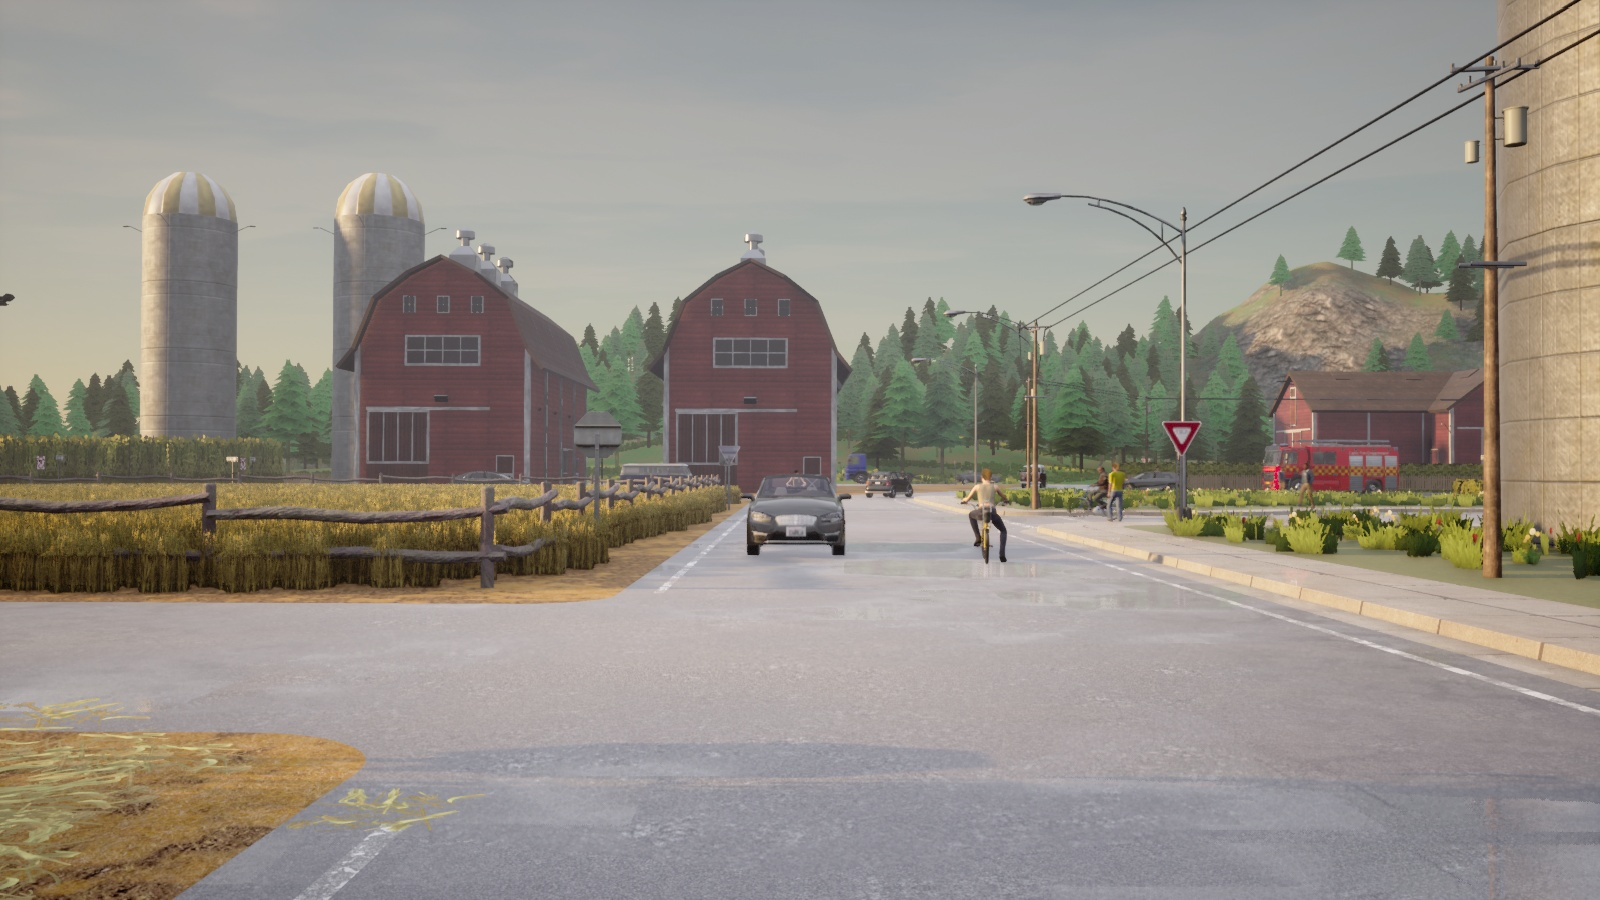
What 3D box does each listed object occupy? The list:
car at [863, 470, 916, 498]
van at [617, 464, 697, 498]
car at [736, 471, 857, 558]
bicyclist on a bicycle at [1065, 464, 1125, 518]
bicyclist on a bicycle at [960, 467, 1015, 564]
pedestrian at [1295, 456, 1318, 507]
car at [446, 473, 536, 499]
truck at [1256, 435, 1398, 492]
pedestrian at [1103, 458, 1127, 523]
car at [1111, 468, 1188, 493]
[{"bbox_3d":[5.254,1.980,73.564,1.789,1.549,3.705,-1,-1,27],"label":"car"},{"bbox_3d":[-8.452,1.845,74.290,4.442,1.987,1.775,0,-1,4],"label":"van"},{"bbox_3d":[-0.066,1.183,24.599,2.128,1.511,4.902,0,-1,0],"label":"car"},{"bbox_3d":[9.824,1.346,41.818,1.843,1.776,0.659,0,-1,-3],"label":"bicyclist on a bicycle"},{"bbox_3d":[3.225,1.102,21.754,0.866,1.612,1.509,0,-1,6],"label":"bicyclist on a bicycle"},{"bbox_3d":[19.433,1.199,48.194,0.788,1.949,0.423,0,-1,-32],"label":"pedestrian"},{"bbox_3d":[-18.199,2.132,74.039,4.892,1.490,1.837,0,-1,-3],"label":"car"},{"bbox_3d":[35.932,0.944,85.808,8.468,3.827,2.891,0,-1,0],"label":"truck"},{"bbox_3d":[9.074,1.164,36.194,0.354,1.836,0.706,0,-1,-14],"label":"pedestrian"},{"bbox_3d":[23.889,2.088,85.968,4.856,1.649,2.033,0,-1,6],"label":"car"}]
